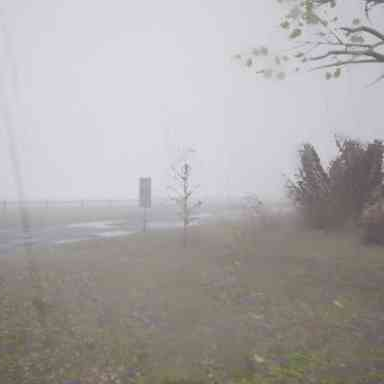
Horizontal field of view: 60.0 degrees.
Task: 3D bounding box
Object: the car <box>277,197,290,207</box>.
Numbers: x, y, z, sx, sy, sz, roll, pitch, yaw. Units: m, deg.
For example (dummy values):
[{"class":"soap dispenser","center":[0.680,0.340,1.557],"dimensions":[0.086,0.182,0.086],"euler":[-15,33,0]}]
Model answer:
[{"class":"car","center":[14.052,1.465,49.859],"dimensions":[1.882,1.535,5.008],"euler":[1,0,35]}]
